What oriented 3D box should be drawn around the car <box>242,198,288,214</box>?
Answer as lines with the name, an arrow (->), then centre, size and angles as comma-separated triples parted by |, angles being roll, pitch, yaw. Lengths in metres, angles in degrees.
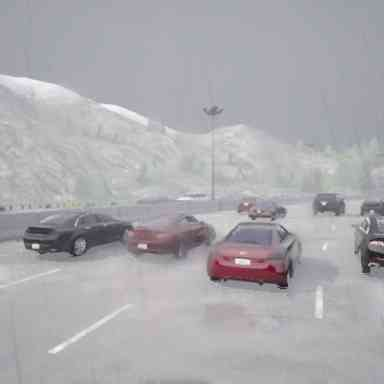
car -> 6.059, 1.463, 26.202 | 2.033, 1.411, 5.357 | 0, 0, 29

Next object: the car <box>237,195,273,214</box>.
car -> 6.290, 1.246, 33.541 | 2.097, 1.767, 4.553 | 0, 0, 31

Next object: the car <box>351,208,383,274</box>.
car -> 5.963, 1.452, 9.950 | 2.128, 1.511, 4.902 | 0, 0, 23

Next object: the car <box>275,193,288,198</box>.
car -> 21.164, 0.828, 79.672 | 5.008, 1.535, 1.882 | 0, 0, -43

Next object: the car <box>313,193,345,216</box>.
car -> 12.768, 1.109, 30.833 | 2.150, 2.045, 5.566 | 0, 0, 31

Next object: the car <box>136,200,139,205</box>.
car -> -6.854, 1.439, 52.245 | 1.994, 1.385, 4.181 | 0, 0, 34

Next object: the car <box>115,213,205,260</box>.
car -> -0.627, 1.494, 12.349 | 1.812, 1.442, 4.674 | 0, 0, 23

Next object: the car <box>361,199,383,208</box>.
car -> 16.615, 1.385, 30.348 | 1.837, 1.490, 4.892 | -1, 0, 32

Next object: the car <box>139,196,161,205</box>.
car -> -4.953, 1.358, 48.819 | 1.882, 1.535, 5.008 | 0, 0, 34

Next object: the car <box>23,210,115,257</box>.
car -> -4.139, 1.481, 13.031 | 1.837, 1.490, 4.892 | 0, 1, 23

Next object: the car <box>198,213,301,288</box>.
car -> 1.917, 1.535, 9.365 | 1.994, 1.385, 4.181 | 0, 0, 22

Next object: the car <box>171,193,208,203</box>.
car -> 0.051, 1.101, 43.755 | 2.150, 2.045, 5.566 | 0, 1, 33

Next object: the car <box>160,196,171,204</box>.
car -> -2.044, 1.442, 46.875 | 1.994, 1.385, 4.181 | 0, 0, 34
